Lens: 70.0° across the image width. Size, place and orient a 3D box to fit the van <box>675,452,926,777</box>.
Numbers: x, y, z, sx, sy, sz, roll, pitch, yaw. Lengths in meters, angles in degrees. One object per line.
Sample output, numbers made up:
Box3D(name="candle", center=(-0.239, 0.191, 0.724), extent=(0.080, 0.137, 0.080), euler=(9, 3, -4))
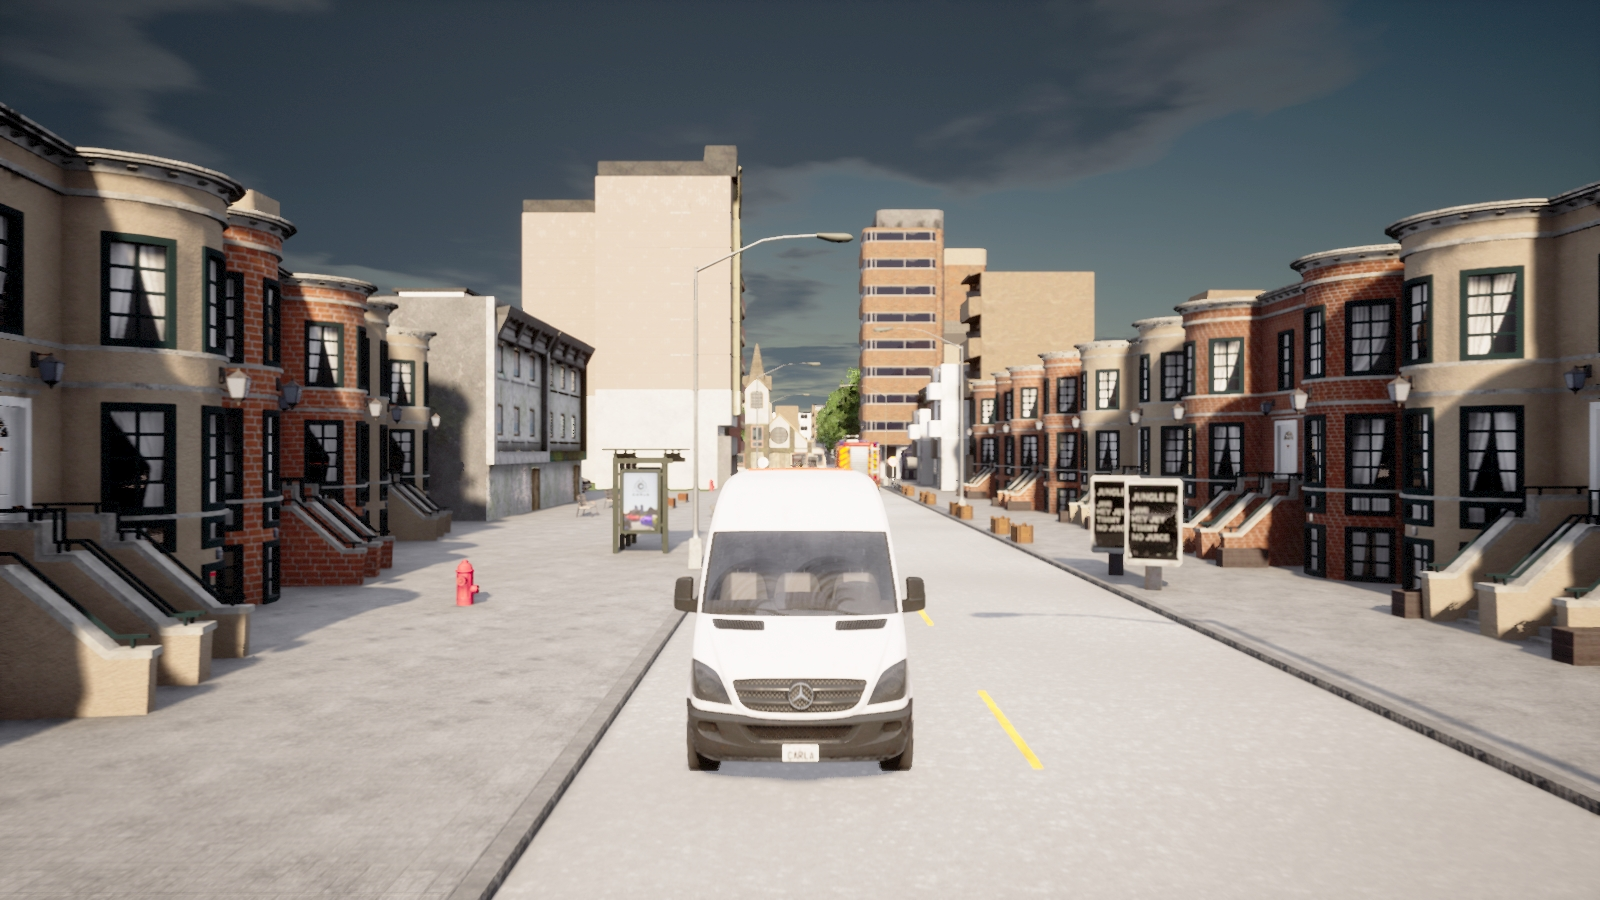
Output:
Box3D(name="van", center=(0.006, 1.314, 12.033), extent=(1.988, 2.561, 5.915), euler=(0, 0, 0))
